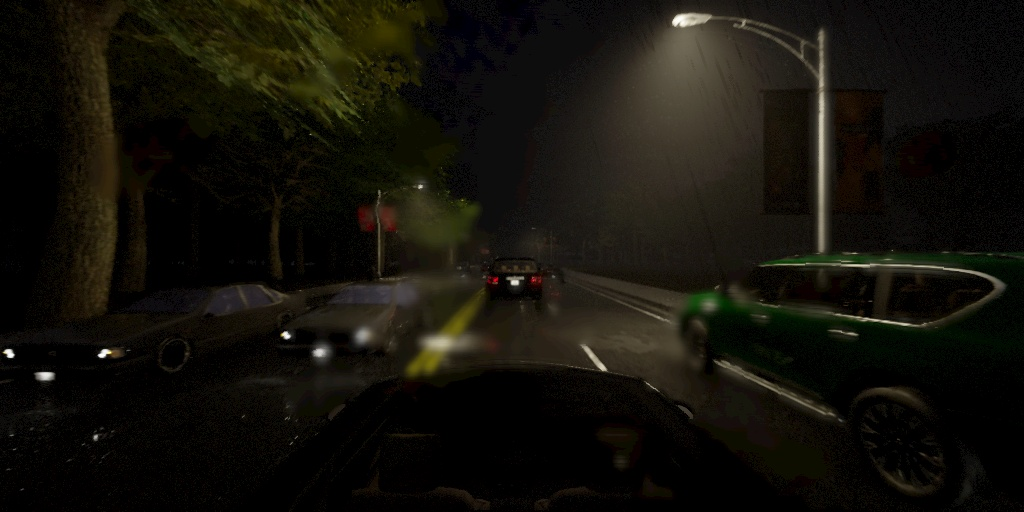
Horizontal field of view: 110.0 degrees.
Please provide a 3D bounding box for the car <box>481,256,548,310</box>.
[{"bbox_3d":[0.105,1.042,15.227,2.150,2.045,5.566,0,0,0],"label":"car"}]

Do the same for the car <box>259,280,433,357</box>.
[{"bbox_3d":[-3.348,1.332,8.937,2.033,1.411,5.357,0,0,0],"label":"car"}]

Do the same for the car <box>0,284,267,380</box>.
[{"bbox_3d":[-6.599,1.324,7.727,2.033,1.411,5.357,0,0,0],"label":"car"}]

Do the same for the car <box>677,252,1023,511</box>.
[{"bbox_3d":[4.224,0.990,4.487,2.150,2.045,5.566,0,0,0],"label":"car"}]

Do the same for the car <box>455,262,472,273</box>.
[{"bbox_3d":[-6.558,1.535,48.531,2.128,1.511,4.902,0,0,0],"label":"car"}]

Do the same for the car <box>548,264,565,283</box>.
[{"bbox_3d":[3.322,1.424,30.226,1.837,1.490,4.892,0,0,0],"label":"car"}]
